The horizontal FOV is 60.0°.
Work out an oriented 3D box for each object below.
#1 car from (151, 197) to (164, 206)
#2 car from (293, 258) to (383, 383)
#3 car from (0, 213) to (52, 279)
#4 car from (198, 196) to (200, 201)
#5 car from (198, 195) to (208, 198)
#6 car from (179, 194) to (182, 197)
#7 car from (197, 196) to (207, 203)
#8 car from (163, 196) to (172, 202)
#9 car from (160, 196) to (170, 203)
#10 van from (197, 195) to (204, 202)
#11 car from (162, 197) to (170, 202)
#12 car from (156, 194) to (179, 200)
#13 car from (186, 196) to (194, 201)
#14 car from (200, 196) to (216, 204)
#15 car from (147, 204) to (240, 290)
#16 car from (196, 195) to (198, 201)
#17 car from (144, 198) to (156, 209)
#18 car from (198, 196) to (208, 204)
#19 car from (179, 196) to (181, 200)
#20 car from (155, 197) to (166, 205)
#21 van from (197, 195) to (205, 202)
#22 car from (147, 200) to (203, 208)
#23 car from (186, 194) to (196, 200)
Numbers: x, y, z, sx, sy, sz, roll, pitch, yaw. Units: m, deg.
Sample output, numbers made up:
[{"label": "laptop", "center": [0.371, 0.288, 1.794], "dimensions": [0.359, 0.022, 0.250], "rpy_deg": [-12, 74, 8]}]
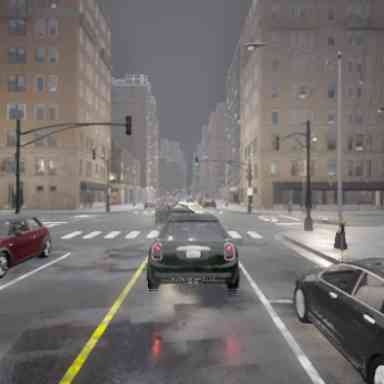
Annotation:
[{"label": "car", "center": [-6.082, 1.695, 59.281], "dimensions": [1.887, 1.381, 4.507], "rpy_deg": [0, 0, -1]}, {"label": "car", "center": [2.675, 1.559, 4.415], "dimensions": [2.008, 1.369, 4.403], "rpy_deg": [0, 0, 0]}, {"label": "car", "center": [-5.850, 1.458, 9.904], "dimensions": [1.967, 1.590, 4.097], "rpy_deg": [0, 0, 0]}, {"label": "car", "center": [2.494, 1.697, 53.848], "dimensions": [1.947, 1.339, 4.313], "rpy_deg": [0, 0, -1]}, {"label": "car", "center": [2.441, 1.678, 59.525], "dimensions": [1.752, 1.417, 4.829], "rpy_deg": [0, 0, -1]}, {"label": "car", "center": [-3.285, 1.649, 64.333], "dimensions": [1.882, 1.535, 5.008], "rpy_deg": [0, 0, 0]}, {"label": "car", "center": [2.288, 1.665, 75.876], "dimensions": [1.967, 1.590, 4.097], "rpy_deg": [0, 0, -1]}, {"label": "car", "center": [-6.341, 1.849, 86.820], "dimensions": [1.947, 1.339, 4.313], "rpy_deg": [0, 0, -1]}, {"label": "car", "center": [-6.237, 1.664, 75.805], "dimensions": [1.967, 1.590, 4.097], "rpy_deg": [0, 0, -1]}, {"label": "van", "center": [2.186, 1.625, 86.890], "dimensions": [1.690, 1.788, 3.998], "rpy_deg": [0, 0, -1]}, {"label": "car", "center": [-6.289, 1.834, 81.312], "dimensions": [1.802, 1.307, 4.206], "rpy_deg": [0, 0, -1]}, {"label": "car", "center": [-3.167, 1.451, 44.026], "dimensions": [2.097, 1.767, 4.553], "rpy_deg": [0, 0, -1]}, {"label": "car", "center": [-0.476, 1.662, 85.813], "dimensions": [1.994, 1.385, 4.181], "rpy_deg": [0, 0, -1]}, {"label": "car", "center": [2.546, 1.657, 48.341], "dimensions": [1.887, 1.381, 4.507], "rpy_deg": [0, 0, -1]}, {"label": "car", "center": [0.020, 1.369, 9.317], "dimensions": [2.097, 1.767, 4.553], "rpy_deg": [0, 0, 0]}, {"label": "car", "center": [2.392, 1.489, 64.863], "dimensions": [2.192, 1.841, 5.009], "rpy_deg": [0, 0, -1]}, {"label": "car", "center": [-5.979, 1.662, 48.265], "dimensions": [2.008, 1.369, 4.403], "rpy_deg": [0, 0, -1]}, {"label": "car", "center": [2.339, 1.639, 70.370], "dimensions": [1.967, 1.590, 4.097], "rpy_deg": [0, 0, -1]}, {"label": "car", "center": [-3.258, 1.732, 53.865], "dimensions": [1.895, 1.301, 4.718], "rpy_deg": [0, 0, 0]}, {"label": "car", "center": [-6.134, 1.755, 64.789], "dimensions": [1.802, 1.307, 4.206], "rpy_deg": [0, 0, -1]}, {"label": "van", "center": [2.237, 1.595, 81.384], "dimensions": [1.690, 1.788, 3.998], "rpy_deg": [0, 0, -1]}, {"label": "car", "center": [-1.267, 1.484, 21.597], "dimensions": [2.128, 1.511, 4.902], "rpy_deg": [1, 0, -18]}, {"label": "car", "center": [-0.383, 1.812, 75.838], "dimensions": [1.895, 1.301, 4.718], "rpy_deg": [0, 0, -1]}]
